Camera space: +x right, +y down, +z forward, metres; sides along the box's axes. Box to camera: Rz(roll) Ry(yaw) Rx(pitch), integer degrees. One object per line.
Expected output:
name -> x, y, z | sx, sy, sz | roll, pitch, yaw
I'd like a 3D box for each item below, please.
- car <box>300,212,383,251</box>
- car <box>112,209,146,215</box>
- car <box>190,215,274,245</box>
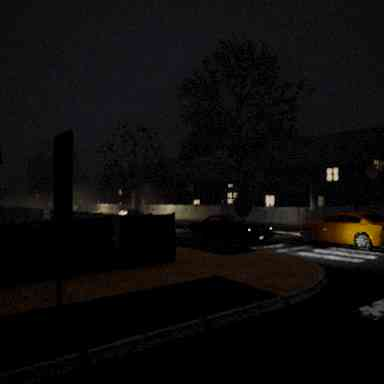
car -> 7.068, 1.647, 14.959 | 1.882, 1.535, 5.008 | 2, -3, -24
car -> -4.826, 2.105, 26.902 | 2.033, 1.411, 5.357 | 1, -2, -35
car -> 1.963, 1.874, 17.333 | 1.895, 1.301, 4.718 | 1, -2, -35
